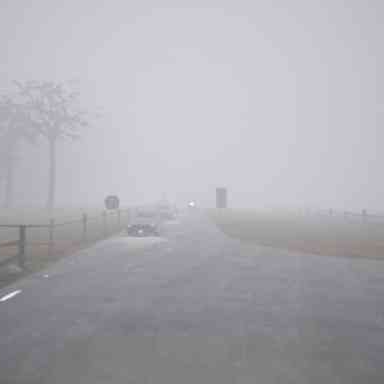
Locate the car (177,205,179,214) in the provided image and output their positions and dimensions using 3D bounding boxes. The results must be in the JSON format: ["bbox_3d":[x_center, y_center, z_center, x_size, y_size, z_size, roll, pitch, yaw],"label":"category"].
[{"bbox_3d":[-2.830,2.235,46.122,1.812,1.442,4.674,0,-1,0],"label":"car"}]

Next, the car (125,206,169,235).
[{"bbox_3d":[-2.846,1.851,21.165,2.033,1.411,5.357,0,-1,0],"label":"car"}]

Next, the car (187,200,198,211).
[{"bbox_3d":[0.013,2.409,54.895,2.033,1.411,5.357,0,-1,0],"label":"car"}]

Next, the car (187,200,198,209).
[{"bbox_3d":[0.015,2.406,65.502,2.097,1.767,4.553,0,-1,0],"label":"car"}]

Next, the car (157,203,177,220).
[{"bbox_3d":[-2.842,2.005,33.693,1.837,1.490,4.892,0,-1,0],"label":"car"}]
